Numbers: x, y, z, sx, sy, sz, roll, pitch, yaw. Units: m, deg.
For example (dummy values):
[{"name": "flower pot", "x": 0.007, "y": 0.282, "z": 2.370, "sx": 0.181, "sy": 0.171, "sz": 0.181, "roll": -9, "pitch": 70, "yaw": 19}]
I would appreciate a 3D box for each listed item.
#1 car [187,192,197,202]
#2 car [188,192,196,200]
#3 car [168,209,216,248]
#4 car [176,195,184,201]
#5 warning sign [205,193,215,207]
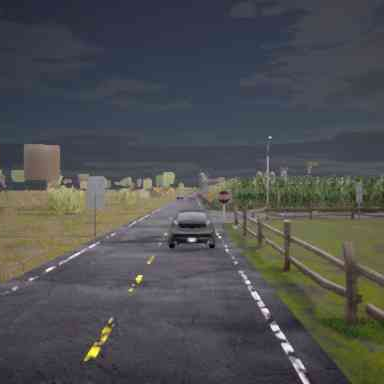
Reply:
[{"name": "car", "x": 0.000, "y": 1.346, "z": 73.735, "sx": 1.837, "sy": 1.490, "sz": 4.892, "roll": 0, "pitch": 0, "yaw": 0}, {"name": "car", "x": 0.000, "y": 1.017, "z": 87.514, "sx": 2.150, "sy": 2.045, "sz": 5.566, "roll": 0, "pitch": 0, "yaw": 0}, {"name": "car", "x": 0.000, "y": 1.507, "z": 14.649, "sx": 1.837, "sy": 1.490, "sz": 4.892, "roll": 0, "pitch": 0, "yaw": 0}, {"name": "car", "x": -2.751, "y": 1.393, "z": 78.696, "sx": 1.895, "sy": 1.301, "sz": 4.718, "roll": 0, "pitch": 0, "yaw": 0}, {"name": "warning sign", "x": 2.448, "y": 1.059, "z": 45.034, "sx": 1.300, "sy": 1.860, "sz": 1.060, "roll": 0, "pitch": 0, "yaw": 0}]
